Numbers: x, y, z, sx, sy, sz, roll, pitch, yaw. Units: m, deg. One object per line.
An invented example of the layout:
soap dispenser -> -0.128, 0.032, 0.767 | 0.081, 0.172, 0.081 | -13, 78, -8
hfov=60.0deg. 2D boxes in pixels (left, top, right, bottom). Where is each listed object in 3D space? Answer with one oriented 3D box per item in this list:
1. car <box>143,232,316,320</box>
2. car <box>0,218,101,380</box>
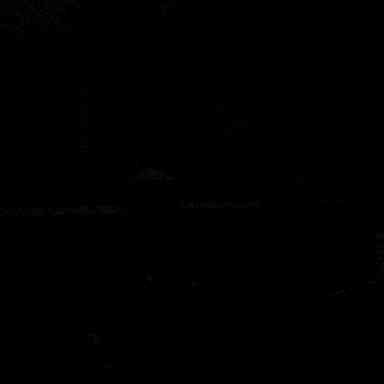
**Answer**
car -> 1.000, 1.582, 7.261 | 4.206, 1.307, 1.802 | 0, 0, -35
car -> -3.631, 1.315, 3.968 | 5.009, 1.841, 2.192 | 0, 0, -35
